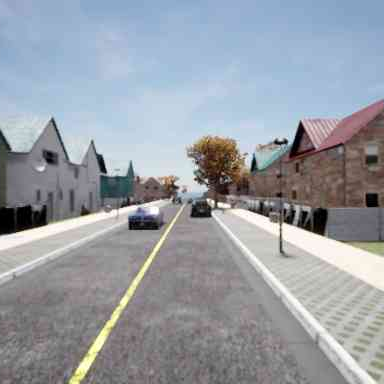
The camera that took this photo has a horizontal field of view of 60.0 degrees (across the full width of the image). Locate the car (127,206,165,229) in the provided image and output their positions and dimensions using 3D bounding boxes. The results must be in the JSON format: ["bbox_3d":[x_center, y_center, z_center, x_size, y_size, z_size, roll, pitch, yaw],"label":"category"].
[{"bbox_3d":[-2.851,1.556,21.346,1.895,1.301,4.718,0,0,0],"label":"car"}]

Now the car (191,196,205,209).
[{"bbox_3d":[0.820,1.425,47.145,1.801,1.575,5.366,0,0,0],"label":"car"}]

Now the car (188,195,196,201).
[{"bbox_3d":[-0.008,1.551,83.871,1.994,1.385,4.181,0,0,0],"label":"car"}]

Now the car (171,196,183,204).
[{"bbox_3d":[-2.777,1.525,63.024,1.837,1.490,4.892,0,0,1],"label":"car"}]

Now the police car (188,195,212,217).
[{"bbox_3d":[0.822,1.385,31.064,1.930,1.638,5.238,0,0,0],"label":"police car"}]

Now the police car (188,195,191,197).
[{"bbox_3d":[0.821,1.391,41.064,1.930,1.638,5.238,0,0,0],"label":"police car"}]
